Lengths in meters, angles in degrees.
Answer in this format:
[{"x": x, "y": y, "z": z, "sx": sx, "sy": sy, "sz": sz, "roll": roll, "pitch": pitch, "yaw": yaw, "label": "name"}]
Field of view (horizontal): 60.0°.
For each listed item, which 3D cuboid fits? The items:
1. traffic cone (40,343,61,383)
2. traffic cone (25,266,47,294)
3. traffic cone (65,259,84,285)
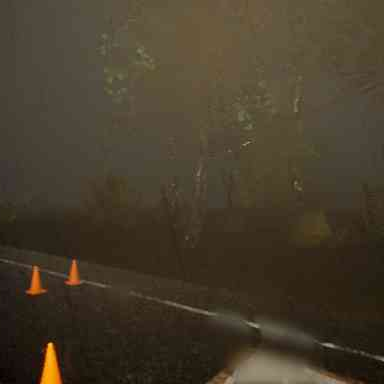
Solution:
[{"x": -1.578, "y": 1.984, "z": 3.708, "sx": 0.340, "sy": 0.580, "sz": 0.340, "roll": 0, "pitch": -1, "yaw": 37, "label": "traffic cone"}, {"x": -3.601, "y": 2.008, "z": 7.696, "sx": 0.340, "sy": 0.580, "sz": 0.340, "roll": 0, "pitch": -1, "yaw": 37, "label": "traffic cone"}, {"x": -3.006, "y": 2.020, "z": 8.499, "sx": 0.340, "sy": 0.580, "sz": 0.340, "roll": 0, "pitch": -1, "yaw": 37, "label": "traffic cone"}]
